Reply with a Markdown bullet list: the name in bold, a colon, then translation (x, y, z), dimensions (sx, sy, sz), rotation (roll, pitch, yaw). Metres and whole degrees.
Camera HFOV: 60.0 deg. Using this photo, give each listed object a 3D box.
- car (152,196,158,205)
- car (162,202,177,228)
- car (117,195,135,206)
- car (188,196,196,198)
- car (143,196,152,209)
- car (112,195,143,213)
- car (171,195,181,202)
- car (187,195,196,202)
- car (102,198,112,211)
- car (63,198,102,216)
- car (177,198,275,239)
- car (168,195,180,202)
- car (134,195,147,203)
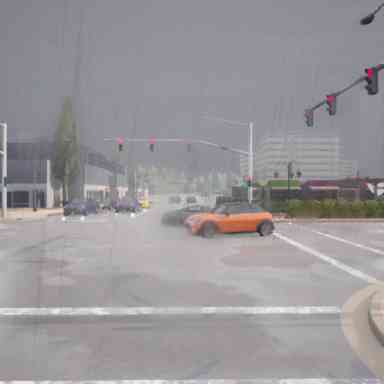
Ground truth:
- **car**: translation (-7.128, 1.520, 59.149), dimensions (1.812, 1.442, 4.674), rotation (0, 0, 0)
- **car**: translation (0.107, 1.560, 21.795), dimensions (4.181, 1.385, 1.994), rotation (0, 0, 0)
- **car**: translation (-10.645, 1.348, 53.990), dimensions (2.097, 1.767, 4.553), rotation (0, 0, 0)
- **car**: translation (-0.075, 1.485, 64.652), dimensions (2.128, 1.511, 4.902), rotation (0, 0, 0)
- **car**: translation (-7.139, 1.473, 46.306), dimensions (1.882, 1.535, 5.008), rotation (0, 0, 0)
- **car**: translation (-7.130, 1.348, 37.184), dimensions (2.097, 1.767, 4.553), rotation (0, 0, 0)
- **car**: translation (-3.587, 1.417, 74.922), dimensions (1.994, 1.385, 4.181), rotation (0, 0, 0)
- **car**: translation (-0.088, 1.460, 74.958), dimensions (1.895, 1.301, 4.718), rotation (0, 0, 0)
- **car**: translation (-10.643, 1.487, 41.489), dimensions (2.128, 1.511, 4.902), rotation (0, 0, 0)
- **car**: translation (-10.714, 1.349, 32.341), dimensions (2.097, 1.767, 4.553), rotation (0, 0, 2)
- **car**: translation (1.847, 1.349, 17.030), dimensions (4.553, 1.767, 2.097), rotation (0, 0, -17)
- **car**: translation (-3.575, 1.541, 64.648), dimensions (2.033, 1.411, 5.357), rotation (0, 0, 0)
- **car**: translation (-10.580, 1.478, 68.618), dimensions (1.837, 1.490, 4.892), rotation (0, 0, 0)
